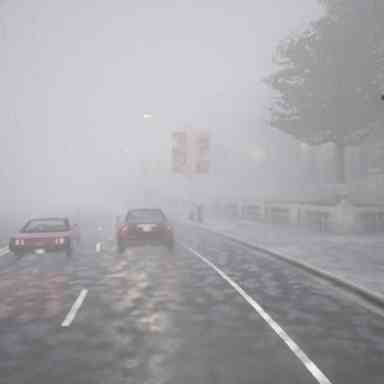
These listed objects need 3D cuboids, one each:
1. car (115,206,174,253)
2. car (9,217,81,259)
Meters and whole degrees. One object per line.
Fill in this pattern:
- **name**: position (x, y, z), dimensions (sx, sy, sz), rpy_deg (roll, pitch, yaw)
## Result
- **car**: position (-2.132, 1.369, 14.121), dimensions (2.097, 1.767, 4.553), rpy_deg (0, 0, -14)
- **car**: position (-5.427, 1.633, 12.909), dimensions (1.895, 1.301, 4.718), rpy_deg (0, 0, -14)
